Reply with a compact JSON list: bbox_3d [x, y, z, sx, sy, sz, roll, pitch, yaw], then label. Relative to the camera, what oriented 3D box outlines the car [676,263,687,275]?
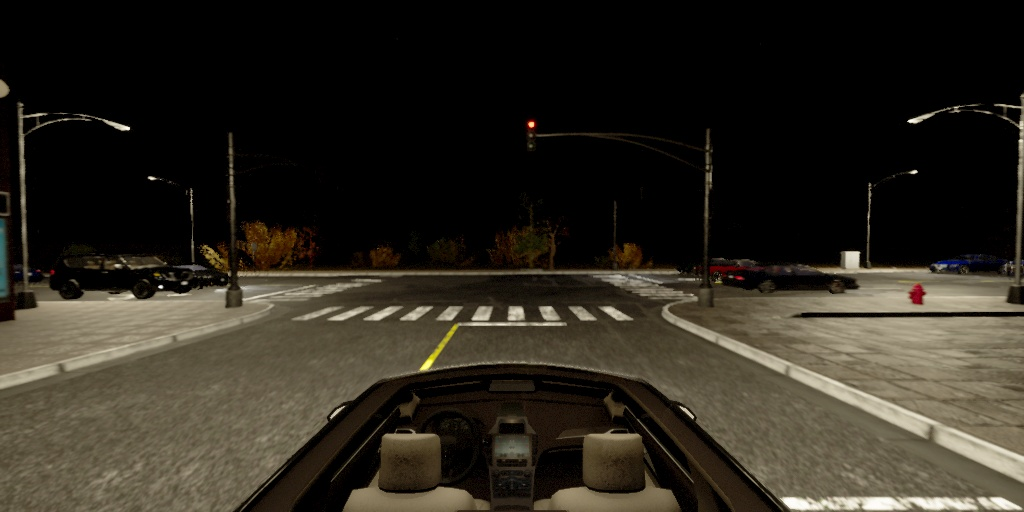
[{"bbox_3d":[14.861,0.817,26.719,4.718,1.301,1.895,0,2,0],"label":"car"}]

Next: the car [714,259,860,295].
[{"bbox_3d":[13.056,1.036,17.100,5.357,1.411,2.033,0,2,5],"label":"car"}]

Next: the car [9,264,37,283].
[{"bbox_3d":[-34.231,1.185,23.855,4.181,1.385,1.994,0,2,0],"label":"car"}]

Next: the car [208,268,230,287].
[{"bbox_3d":[-18.349,1.172,20.282,4.181,1.385,1.994,0,2,0],"label":"car"}]

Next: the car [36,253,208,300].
[{"bbox_3d":[-18.268,0.912,17.021,5.566,2.045,2.150,0,2,0],"label":"car"}]

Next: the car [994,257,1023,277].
[{"bbox_3d":[35.222,0.537,23.292,4.553,1.767,2.097,0,2,1],"label":"car"}]

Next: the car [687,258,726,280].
[{"bbox_3d":[14.478,0.908,23.474,4.718,1.301,1.895,0,2,0],"label":"car"}]

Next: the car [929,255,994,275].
[{"bbox_3d":[33.980,0.630,26.559,4.674,1.442,1.812,0,2,1],"label":"car"}]
